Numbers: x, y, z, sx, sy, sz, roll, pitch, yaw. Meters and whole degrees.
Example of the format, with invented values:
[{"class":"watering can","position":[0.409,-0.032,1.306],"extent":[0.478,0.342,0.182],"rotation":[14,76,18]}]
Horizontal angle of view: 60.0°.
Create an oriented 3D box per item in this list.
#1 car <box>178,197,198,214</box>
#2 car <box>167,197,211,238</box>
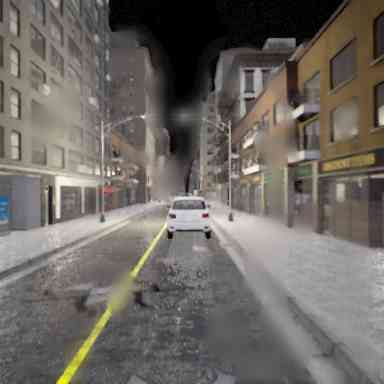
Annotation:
[{"class":"car","position":[-0.424,1.456,36.931],"extent":[2.097,1.767,4.553],"rotation":[0,0,-1]},{"class":"car","position":[-0.161,1.268,18.092],"extent":[2.150,2.045,5.566],"rotation":[0,0,-1]}]
